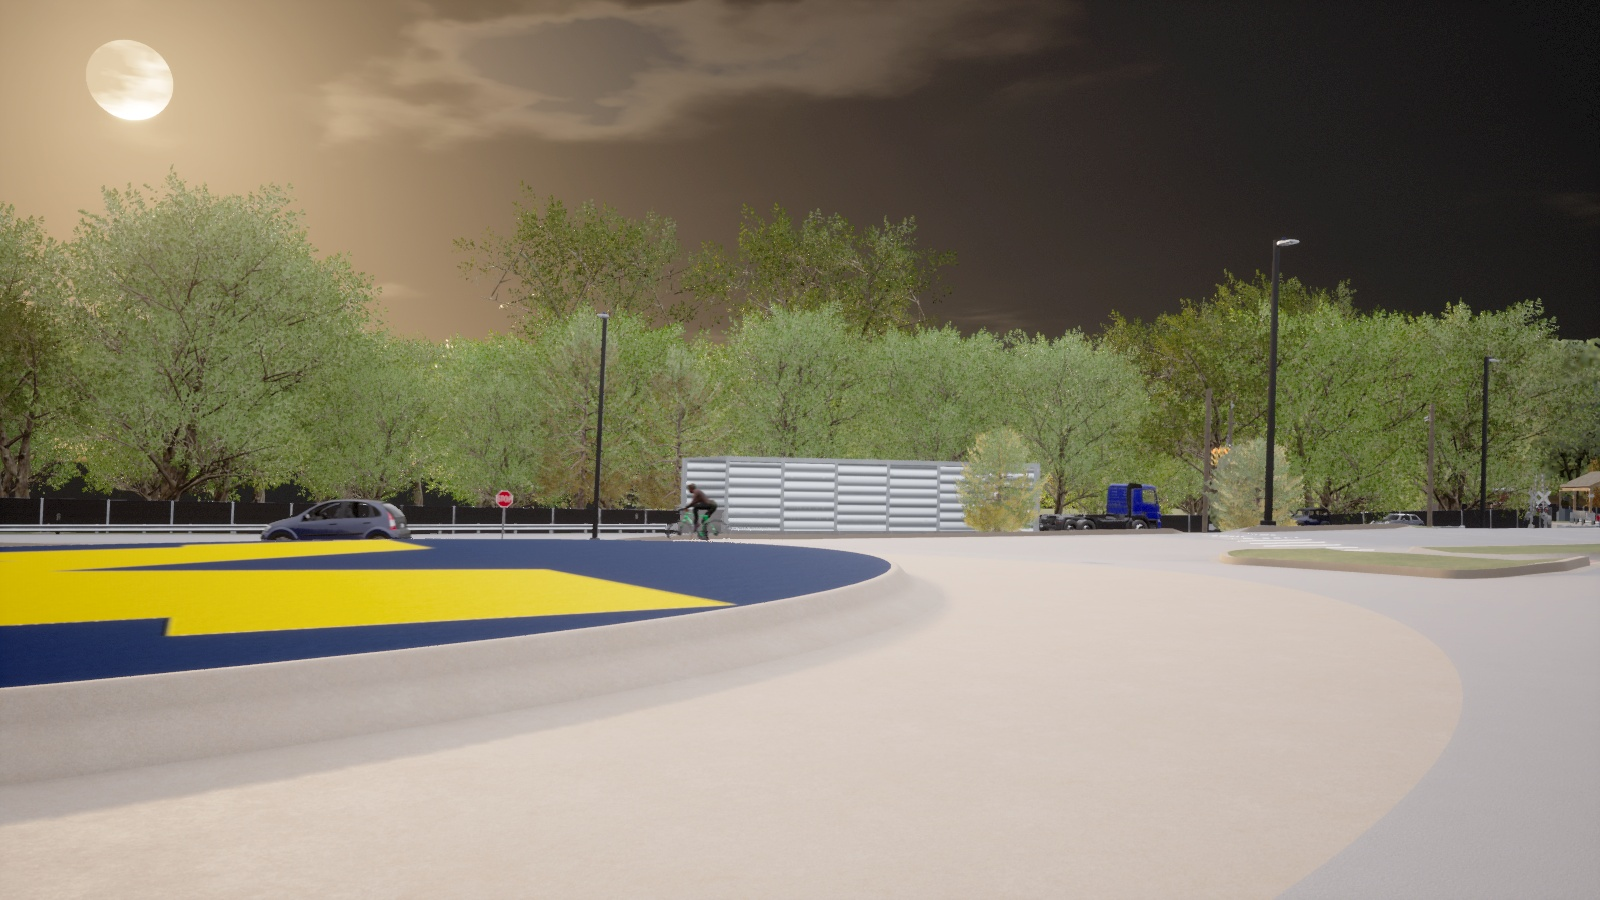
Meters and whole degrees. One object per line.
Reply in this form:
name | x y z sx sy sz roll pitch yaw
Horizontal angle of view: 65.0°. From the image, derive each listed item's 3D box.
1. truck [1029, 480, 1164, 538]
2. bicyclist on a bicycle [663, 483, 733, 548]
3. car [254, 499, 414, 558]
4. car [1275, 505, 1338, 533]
truck | 18.533 3.649 78.380 7.936 3.462 2.891 1 -1 -22
bicyclist on a bicycle | -2.605 1.683 32.133 1.656 1.620 0.582 -1 -2 11
car | -13.426 2.249 36.372 3.988 1.617 1.851 0 -2 -4
car | 35.738 4.847 88.592 3.866 1.878 1.905 1 -1 -21
